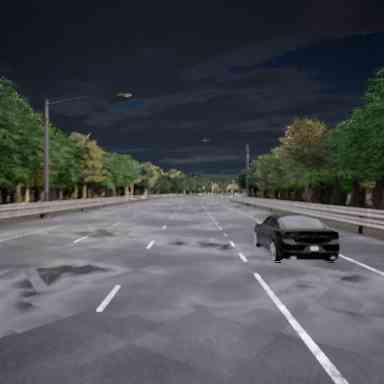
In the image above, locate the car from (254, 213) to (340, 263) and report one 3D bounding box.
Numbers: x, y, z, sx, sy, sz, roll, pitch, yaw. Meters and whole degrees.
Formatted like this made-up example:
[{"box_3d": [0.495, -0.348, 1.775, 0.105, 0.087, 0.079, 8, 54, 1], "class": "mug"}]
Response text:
[{"box_3d": [3.509, 1.478, 12.014, 1.882, 1.535, 5.008, 0, 0, 0], "class": "car"}]
